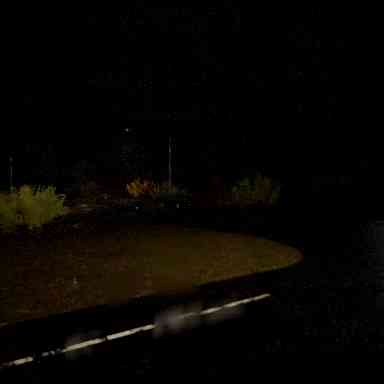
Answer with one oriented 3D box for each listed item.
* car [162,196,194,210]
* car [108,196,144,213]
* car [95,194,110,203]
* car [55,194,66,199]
[{"bbox_3d":[-1.773,1.259,39.732,1.882,1.535,5.008,0,0,-37],"label":"car"},{"bbox_3d":[-6.675,1.386,34.613,1.994,1.385,4.181,0,0,-37],"label":"car"},{"bbox_3d":[-15.232,1.161,57.513,2.128,1.511,4.902,0,1,-37],"label":"car"},{"bbox_3d":[-31.628,1.100,79.171,1.895,1.301,4.718,0,1,-37],"label":"car"}]
